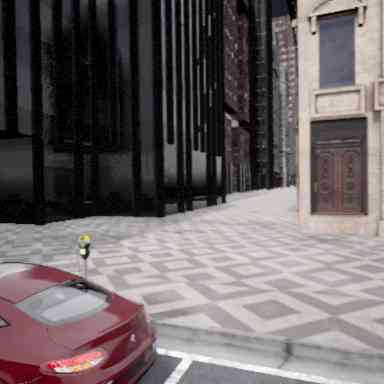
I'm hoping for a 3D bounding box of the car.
[{"bbox_3d":[-2.464,1.545,3.952,4.206,1.307,1.802,-1,1,21],"label":"car"}]
